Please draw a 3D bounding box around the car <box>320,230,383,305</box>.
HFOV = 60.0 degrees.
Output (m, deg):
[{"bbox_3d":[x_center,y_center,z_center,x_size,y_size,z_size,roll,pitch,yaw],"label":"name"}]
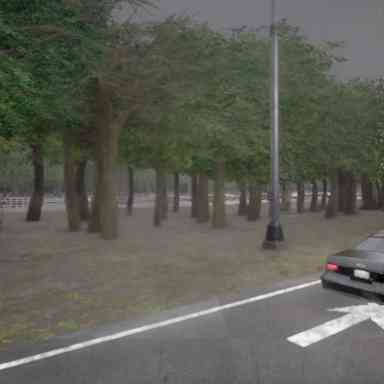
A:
[{"bbox_3d":[5.143,1.527,7.494,5.357,1.411,2.033,0,0,-35],"label":"car"}]
